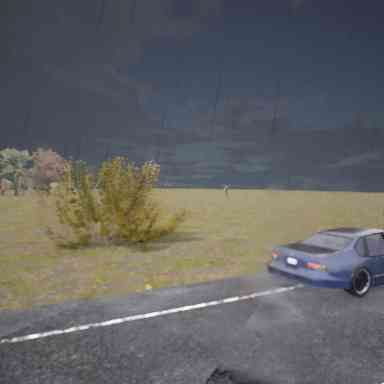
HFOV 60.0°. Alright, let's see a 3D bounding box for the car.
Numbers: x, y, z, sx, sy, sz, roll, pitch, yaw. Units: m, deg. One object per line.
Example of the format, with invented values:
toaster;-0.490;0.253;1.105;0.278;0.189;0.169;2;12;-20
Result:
car;4.524;1.647;8.716;5.357;1.411;2.033;1;0;-27
